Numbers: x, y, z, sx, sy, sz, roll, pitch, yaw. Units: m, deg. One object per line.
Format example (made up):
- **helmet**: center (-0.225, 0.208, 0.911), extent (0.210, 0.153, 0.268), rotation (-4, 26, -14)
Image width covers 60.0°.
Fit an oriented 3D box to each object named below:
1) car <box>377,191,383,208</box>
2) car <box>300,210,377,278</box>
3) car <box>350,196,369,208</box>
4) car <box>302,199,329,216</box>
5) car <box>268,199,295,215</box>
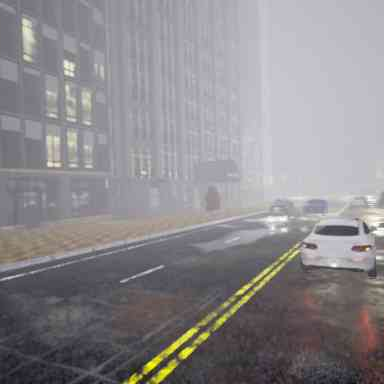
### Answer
- **car**: center (24.131, 0.861, 40.822), extent (2.150, 2.045, 5.566), rotation (-1, 0, 28)
- **car**: center (4.462, 1.474, 10.019), extent (1.812, 1.442, 4.674), rotation (-1, 0, 28)
- **car**: center (20.725, 1.246, 41.253), extent (1.812, 1.442, 4.674), rotation (-1, 0, 28)
- **car**: center (11.674, 1.364, 31.314), extent (1.882, 1.535, 5.008), rotation (-1, 0, 28)
- **car**: center (9.021, 1.450, 33.251), extent (2.128, 1.511, 4.902), rotation (-1, 0, 28)
